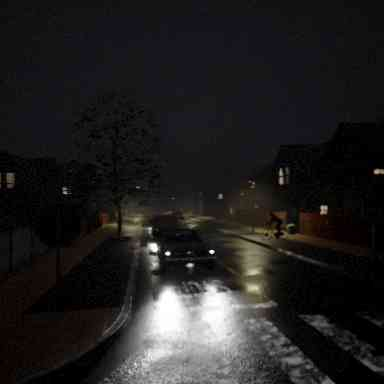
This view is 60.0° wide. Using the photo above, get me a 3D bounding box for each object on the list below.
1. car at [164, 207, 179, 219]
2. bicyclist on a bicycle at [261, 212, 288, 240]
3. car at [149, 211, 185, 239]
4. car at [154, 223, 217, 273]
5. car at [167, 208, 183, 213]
[{"bbox_3d":[-3.510,3.508,56.586,2.097,1.767,4.553,-1,-2,-8],"label":"car"},{"bbox_3d":[4.696,1.951,18.969,1.656,1.620,0.582,-1,-2,-8],"label":"bicyclist on a bicycle"},{"bbox_3d":[-1.849,2.414,23.538,1.882,1.535,5.008,-1,-2,-8],"label":"car"},{"bbox_3d":[-0.350,2.127,12.883,1.895,1.301,4.718,-1,-2,-8],"label":"car"},{"bbox_3d":[-2.081,3.311,46.429,2.033,1.411,5.357,-1,-2,-8],"label":"car"}]
